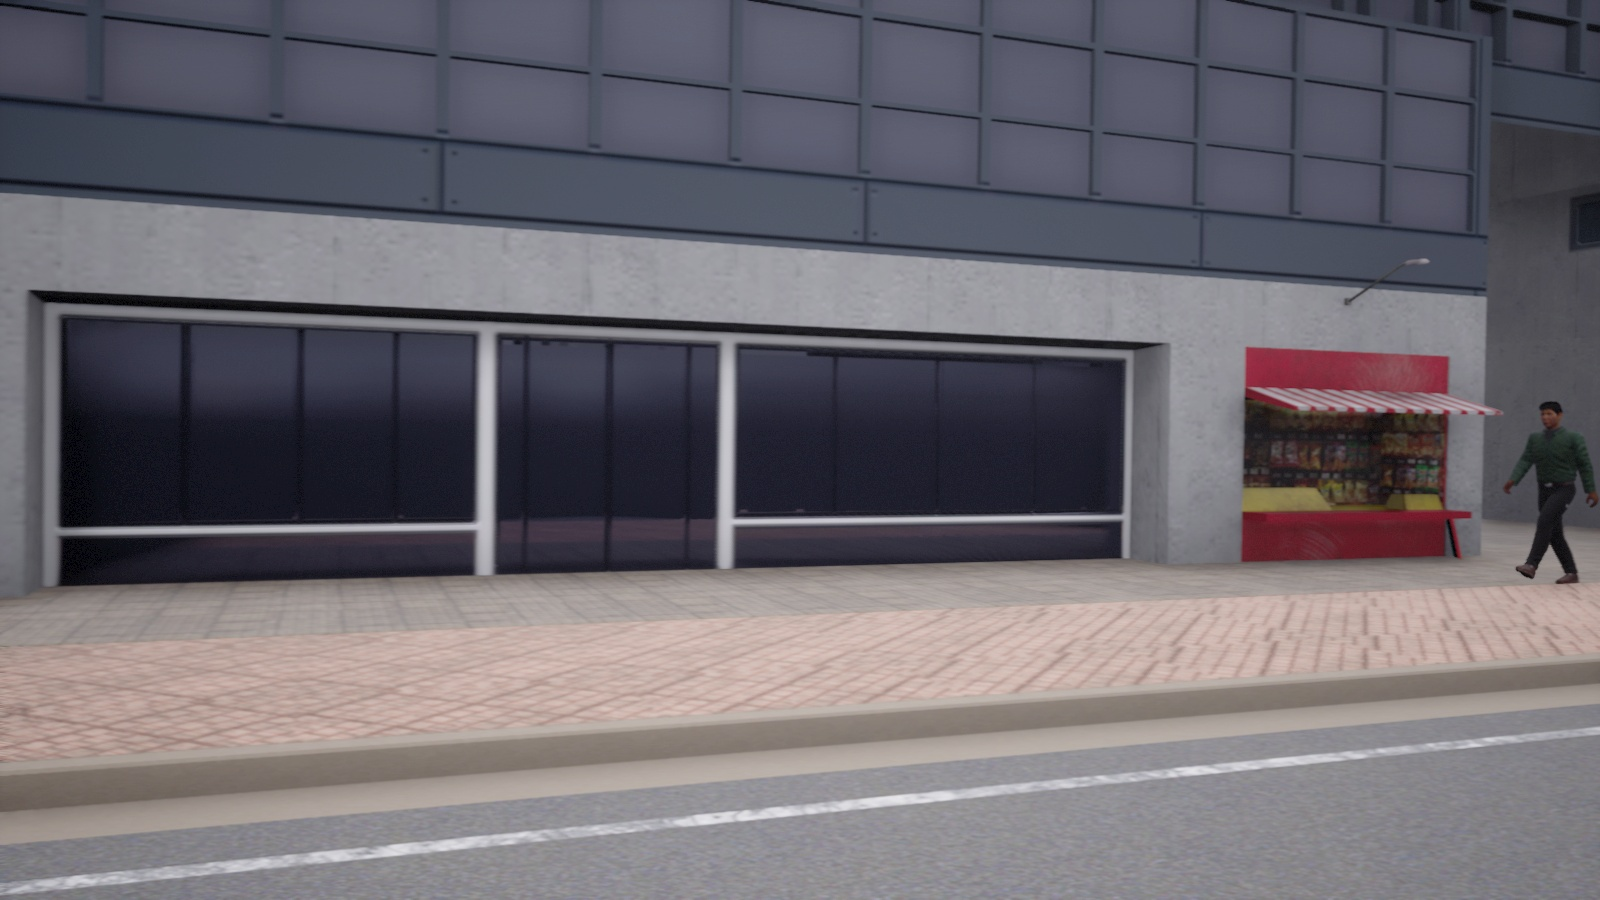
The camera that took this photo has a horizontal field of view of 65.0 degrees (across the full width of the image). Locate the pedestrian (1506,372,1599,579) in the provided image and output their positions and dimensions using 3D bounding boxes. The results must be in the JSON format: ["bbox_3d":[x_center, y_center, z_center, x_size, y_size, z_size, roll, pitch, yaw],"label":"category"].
[{"bbox_3d":[7.290,0.235,12.138,0.788,1.949,0.423,-1,1,-23],"label":"pedestrian"}]
